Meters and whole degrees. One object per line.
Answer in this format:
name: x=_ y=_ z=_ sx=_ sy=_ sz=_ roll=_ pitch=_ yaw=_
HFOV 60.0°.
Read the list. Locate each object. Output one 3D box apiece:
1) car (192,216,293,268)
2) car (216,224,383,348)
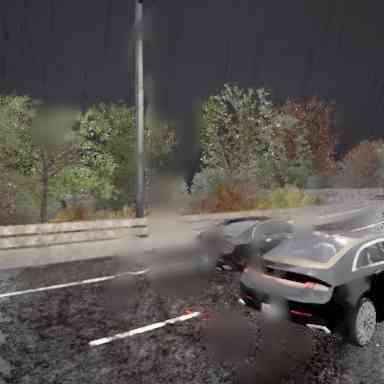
car: x=2.235 y=1.517 z=10.235 sx=4.892 sy=1.490 sz=1.837 roll=0 pitch=0 yaw=-39
car: x=3.023 y=1.493 z=6.366 sx=4.902 sy=1.511 sz=2.128 roll=0 pitch=0 yaw=-39
